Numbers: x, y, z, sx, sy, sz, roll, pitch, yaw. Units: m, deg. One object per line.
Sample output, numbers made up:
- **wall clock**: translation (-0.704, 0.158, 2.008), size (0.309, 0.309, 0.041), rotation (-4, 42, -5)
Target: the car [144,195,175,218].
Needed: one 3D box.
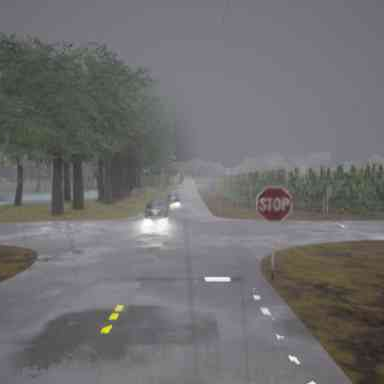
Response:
- **car**: translation (-2.798, 1.298, 27.803), size (2.128, 1.511, 4.902), rotation (0, 1, 0)

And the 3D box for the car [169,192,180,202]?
- **car**: translation (-2.836, 0.778, 51.484), size (2.128, 1.511, 4.902), rotation (0, 2, 0)
